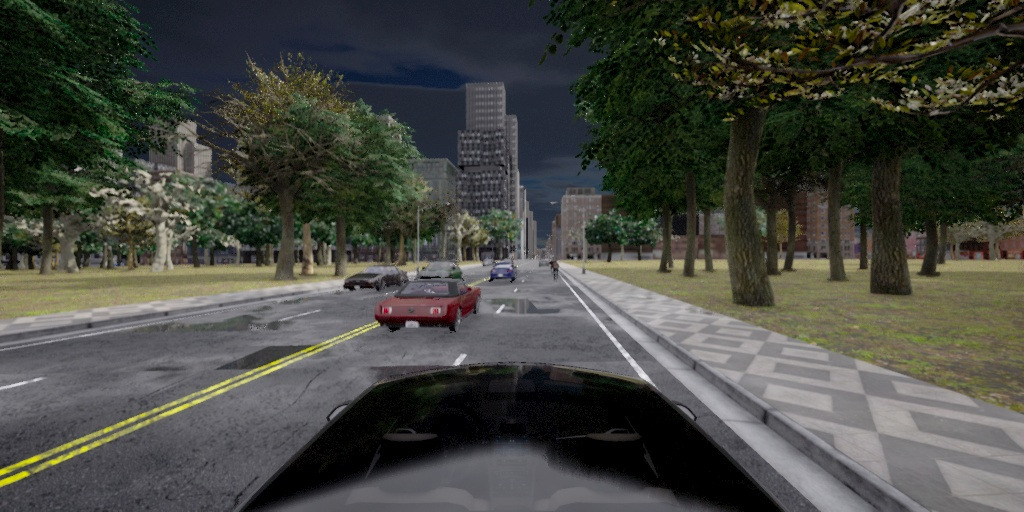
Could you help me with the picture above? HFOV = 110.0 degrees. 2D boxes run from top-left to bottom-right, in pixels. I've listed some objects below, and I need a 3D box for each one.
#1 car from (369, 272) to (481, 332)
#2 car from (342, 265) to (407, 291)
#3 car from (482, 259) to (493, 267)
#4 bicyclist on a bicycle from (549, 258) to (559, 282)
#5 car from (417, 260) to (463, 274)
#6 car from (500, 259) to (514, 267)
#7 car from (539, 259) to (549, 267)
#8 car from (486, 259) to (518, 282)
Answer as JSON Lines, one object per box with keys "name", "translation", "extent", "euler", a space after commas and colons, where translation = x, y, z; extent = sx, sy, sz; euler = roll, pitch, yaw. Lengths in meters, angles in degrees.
{"name": "car", "translation": [-2.184, 1.334, 10.765], "extent": [1.895, 1.301, 4.718], "euler": [0, 0, 5]}
{"name": "car", "translation": [-7.959, 1.262, 21.587], "extent": [2.033, 1.411, 5.357], "euler": [0, 0, 5]}
{"name": "car", "translation": [-4.191, 1.219, 64.087], "extent": [2.128, 1.511, 4.902], "euler": [0, 0, 5]}
{"name": "bicyclist on a bicycle", "translation": [3.327, 1.171, 27.329], "extent": [0.582, 1.620, 1.656], "euler": [0, 0, 5]}
{"name": "car", "translation": [-4.570, 1.068, 23.049], "extent": [2.097, 1.767, 4.553], "euler": [0, 0, 5]}
{"name": "car", "translation": [-0.857, 1.235, 64.854], "extent": [1.837, 1.490, 4.892], "euler": [0, 0, 6]}
{"name": "car", "translation": [5.777, 1.228, 64.361], "extent": [2.128, 1.511, 4.902], "euler": [0, 0, 5]}
{"name": "car", "translation": [-0.623, 1.240, 28.567], "extent": [1.812, 1.442, 4.674], "euler": [0, 0, 5]}
